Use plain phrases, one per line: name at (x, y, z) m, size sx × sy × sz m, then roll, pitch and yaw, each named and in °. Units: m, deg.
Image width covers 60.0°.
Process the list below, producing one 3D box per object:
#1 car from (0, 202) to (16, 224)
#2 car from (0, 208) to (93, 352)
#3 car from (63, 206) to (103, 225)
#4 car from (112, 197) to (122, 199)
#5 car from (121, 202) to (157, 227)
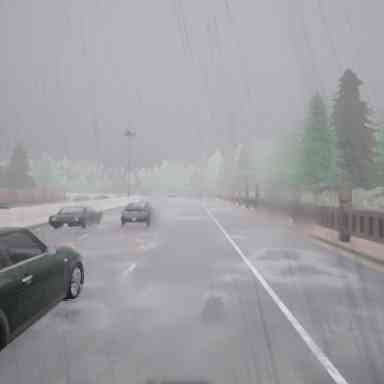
car at (-14.098, 1.461, 22.716) m, size 1.994 × 1.385 × 4.181 m, roll 0°, pitch 0°, yaw 0°
car at (-3.406, 1.327, 5.423) m, size 2.097 × 1.767 × 4.553 m, roll 0°, pitch 0°, yaw 0°
car at (-6.905, 1.508, 20.396) m, size 1.895 × 1.301 × 4.718 m, roll 0°, pitch 0°, yaw 0°
car at (-14.147, 1.180, 64.332) m, size 1.882 × 1.535 × 5.008 m, roll 0°, pitch 0°, yaw -1°
car at (-3.405, 1.392, 21.989) m, size 2.128 × 1.511 × 4.902 m, roll 0°, pitch 0°, yaw 0°
